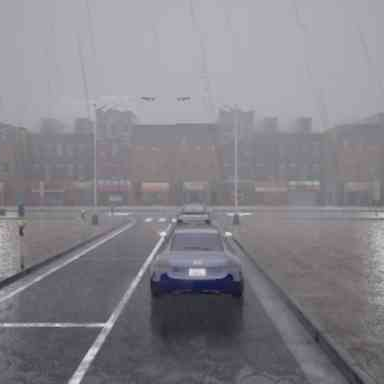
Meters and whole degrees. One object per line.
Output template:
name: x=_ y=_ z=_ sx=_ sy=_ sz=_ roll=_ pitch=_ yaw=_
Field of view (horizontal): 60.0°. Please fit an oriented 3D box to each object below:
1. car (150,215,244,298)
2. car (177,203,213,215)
car: x=0.101 y=1.510 z=8.444 sx=1.994 sy=1.385 sz=4.181 roll=0 pitch=0 yaw=0
car: x=0.156 y=1.373 z=18.995 sx=2.128 sy=1.511 sz=4.902 roll=0 pitch=0 yaw=2
